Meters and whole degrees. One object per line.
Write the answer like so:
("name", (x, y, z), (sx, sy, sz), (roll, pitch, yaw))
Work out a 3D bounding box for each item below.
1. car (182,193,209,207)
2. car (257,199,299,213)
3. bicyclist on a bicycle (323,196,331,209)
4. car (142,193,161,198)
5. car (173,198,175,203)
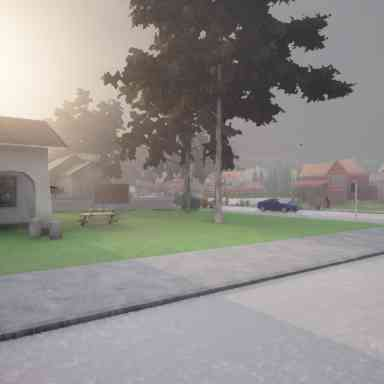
("car", (0.420, 1.218, 49.633), (2.150, 2.045, 5.566), (0, 1, -35))
("car", (9.525, 1.477, 36.938), (1.882, 1.535, 5.008), (0, 0, -36))
("bicyclist on a bicycle", (16.740, 1.349, 41.287), (1.656, 1.620, 0.582), (0, 0, -36))
("car", (-8.411, 1.221, 69.103), (2.150, 2.045, 5.566), (0, 0, -36))
("car", (-2.205, 1.547, 60.466), (2.033, 1.411, 5.357), (0, 0, -35))
